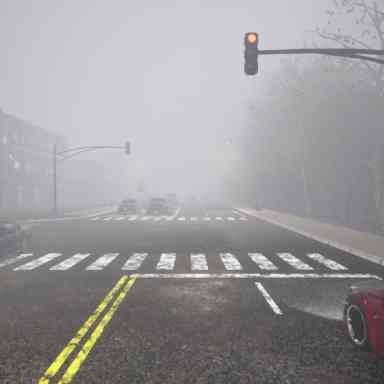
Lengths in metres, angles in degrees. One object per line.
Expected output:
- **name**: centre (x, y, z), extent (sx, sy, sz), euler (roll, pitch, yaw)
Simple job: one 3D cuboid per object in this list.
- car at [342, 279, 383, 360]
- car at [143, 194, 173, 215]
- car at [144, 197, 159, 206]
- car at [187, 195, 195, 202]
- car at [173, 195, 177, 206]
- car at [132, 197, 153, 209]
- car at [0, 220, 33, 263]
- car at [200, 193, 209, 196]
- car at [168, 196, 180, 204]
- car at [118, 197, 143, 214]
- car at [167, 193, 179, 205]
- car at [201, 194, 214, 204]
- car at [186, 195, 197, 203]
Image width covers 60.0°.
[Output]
- **car**: centre (3.346, 1.563, 3.541), extent (1.994, 1.385, 4.181), euler (0, 0, 0)
- **car**: centre (-3.412, 1.342, 34.141), extent (2.097, 1.767, 4.553), euler (0, 0, 0)
- **car**: centre (-6.683, 1.506, 55.239), extent (1.812, 1.442, 4.674), euler (0, 0, 0)
- **car**: centre (-0.150, 1.494, 76.324), extent (1.812, 1.442, 4.674), euler (0, 0, 0)
- **car**: centre (-3.423, 1.533, 43.615), extent (2.033, 1.411, 5.357), euler (0, 0, 1)
- **car**: centre (-6.676, 1.476, 45.106), extent (2.128, 1.511, 4.902), euler (0, 0, 0)
- **car**: centre (-6.611, 1.600, 10.450), extent (1.895, 1.301, 4.718), euler (0, 0, -11)
- **car**: centre (3.103, 1.194, 76.306), extent (2.150, 2.045, 5.566), euler (0, 0, 0)
- **car**: centre (-3.421, 1.523, 64.966), extent (2.033, 1.411, 5.357), euler (0, 0, 0)
- **car**: centre (-6.663, 1.494, 35.682), extent (1.837, 1.490, 4.892), euler (0, 0, 0)
- **car**: centre (-3.438, 1.203, 54.254), extent (2.150, 2.045, 5.566), euler (0, 0, 1)
- **car**: centre (3.222, 1.577, 63.886), extent (1.895, 1.301, 4.718), euler (0, 0, 0)
- **car**: centre (-0.030, 1.328, 65.778), extent (2.097, 1.767, 4.553), euler (0, 0, 0)
